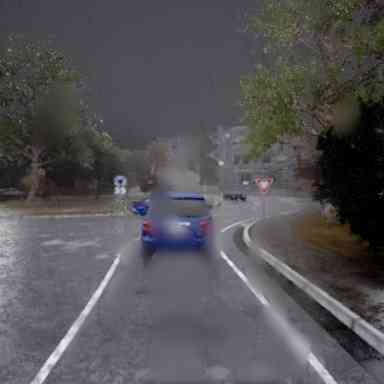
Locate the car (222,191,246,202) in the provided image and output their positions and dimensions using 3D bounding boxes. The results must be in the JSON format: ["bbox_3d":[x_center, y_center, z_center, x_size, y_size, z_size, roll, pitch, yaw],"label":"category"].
[{"bbox_3d":[5.093,0.489,41.125,1.895,1.301,4.718,0,2,-9],"label":"car"}]

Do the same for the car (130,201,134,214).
[{"bbox_3d":[-1.802,0.939,23.073,5.008,1.535,1.882,-1,3,-36],"label":"car"}]

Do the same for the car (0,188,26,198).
[{"bbox_3d":[-26.867,0.186,48.565,2.128,1.511,4.902,1,1,41],"label":"car"}]

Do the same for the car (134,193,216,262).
[{"bbox_3d":[-0.416,1.022,11.543,2.150,2.045,5.566,0,2,-1],"label":"car"}]
